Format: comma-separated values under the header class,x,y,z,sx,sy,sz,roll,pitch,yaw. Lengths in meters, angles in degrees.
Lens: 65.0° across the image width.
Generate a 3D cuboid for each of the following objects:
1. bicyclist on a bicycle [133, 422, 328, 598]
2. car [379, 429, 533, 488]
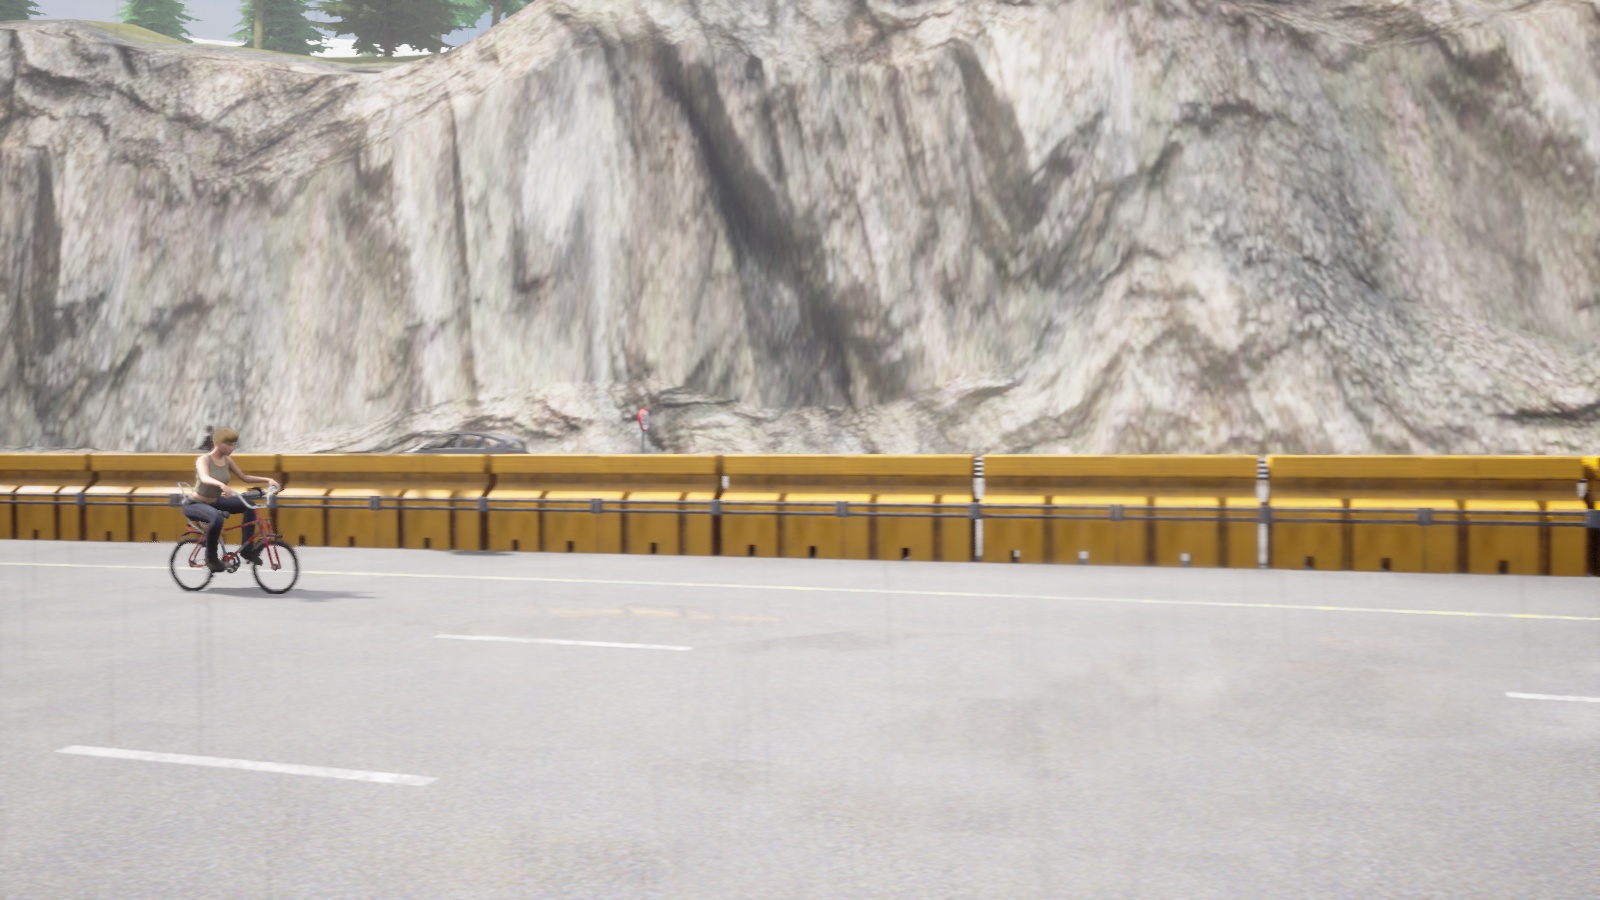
class,x,y,z,sx,sy,sz,roll,pitch,yaw
bicyclist on a bicycle,-5.510,0.543,12.185,1.509,1.612,0.866,1,1,15
car,-9.544,0.199,34.939,3.705,1.549,1.789,1,1,14
